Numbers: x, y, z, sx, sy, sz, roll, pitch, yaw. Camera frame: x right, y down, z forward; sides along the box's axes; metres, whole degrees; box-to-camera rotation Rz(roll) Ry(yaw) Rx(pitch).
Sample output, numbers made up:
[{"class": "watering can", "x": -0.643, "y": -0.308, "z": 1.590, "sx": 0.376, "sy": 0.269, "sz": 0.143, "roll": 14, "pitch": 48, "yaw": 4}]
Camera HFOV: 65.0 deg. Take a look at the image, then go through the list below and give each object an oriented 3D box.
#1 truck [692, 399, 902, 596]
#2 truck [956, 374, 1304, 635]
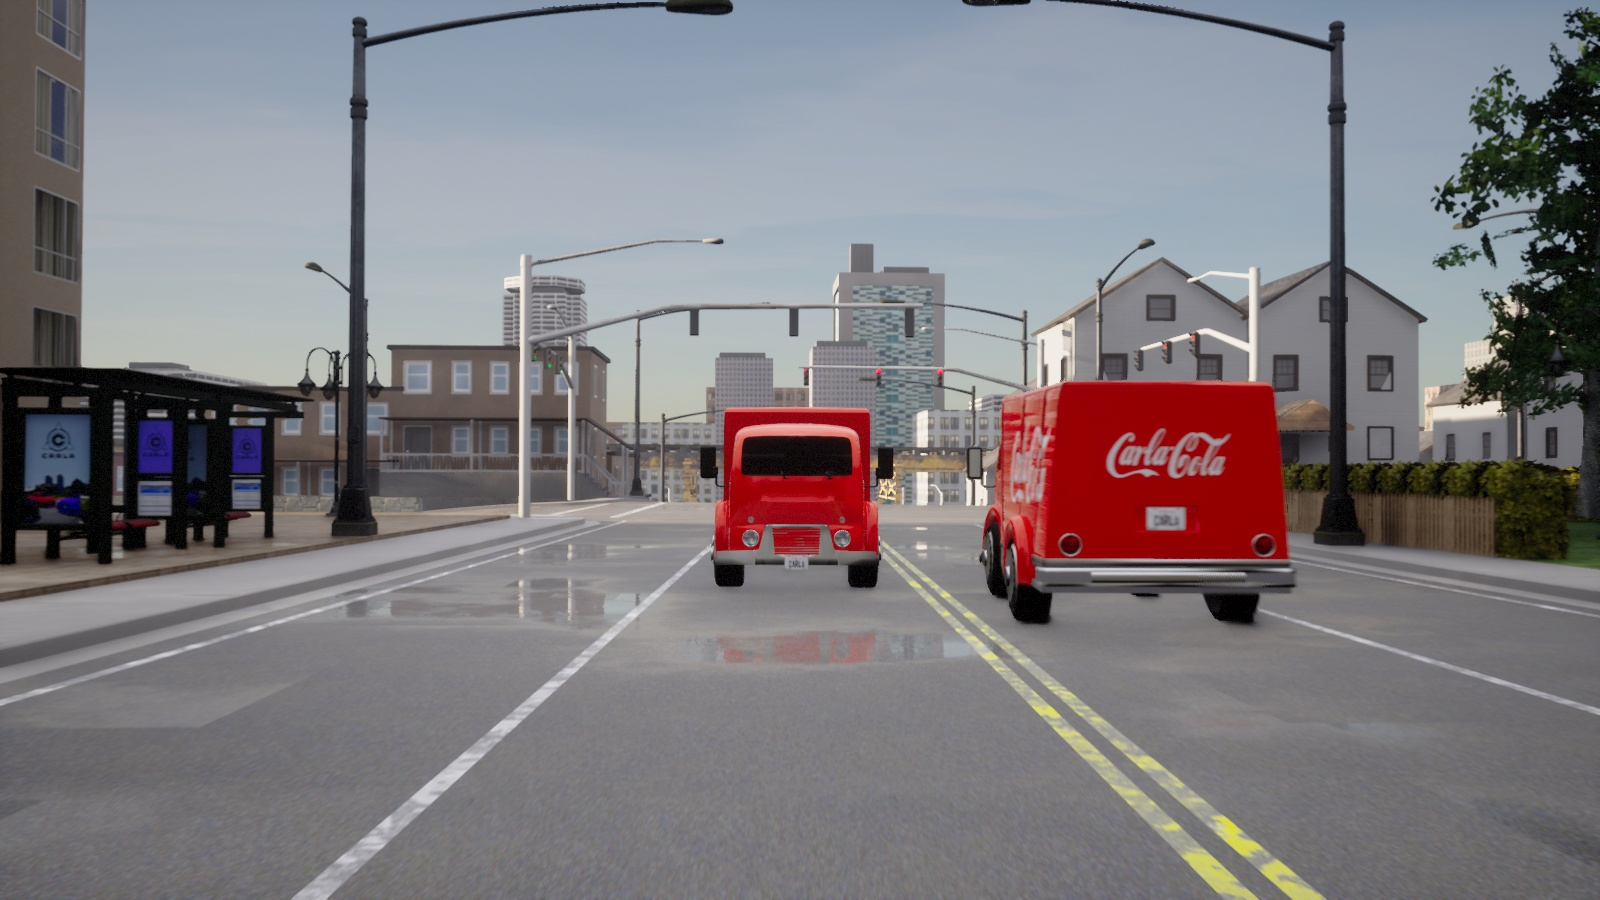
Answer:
[{"class": "truck", "x": -0.047, "y": 0.640, "z": 18.370, "sx": 2.627, "sy": 2.467, "sz": 5.204, "roll": 0, "pitch": -1, "yaw": 0}, {"class": "truck", "x": 3.462, "y": 0.559, "z": 14.543, "sx": 2.627, "sy": 2.467, "sz": 5.204, "roll": 0, "pitch": -1, "yaw": 0}]
